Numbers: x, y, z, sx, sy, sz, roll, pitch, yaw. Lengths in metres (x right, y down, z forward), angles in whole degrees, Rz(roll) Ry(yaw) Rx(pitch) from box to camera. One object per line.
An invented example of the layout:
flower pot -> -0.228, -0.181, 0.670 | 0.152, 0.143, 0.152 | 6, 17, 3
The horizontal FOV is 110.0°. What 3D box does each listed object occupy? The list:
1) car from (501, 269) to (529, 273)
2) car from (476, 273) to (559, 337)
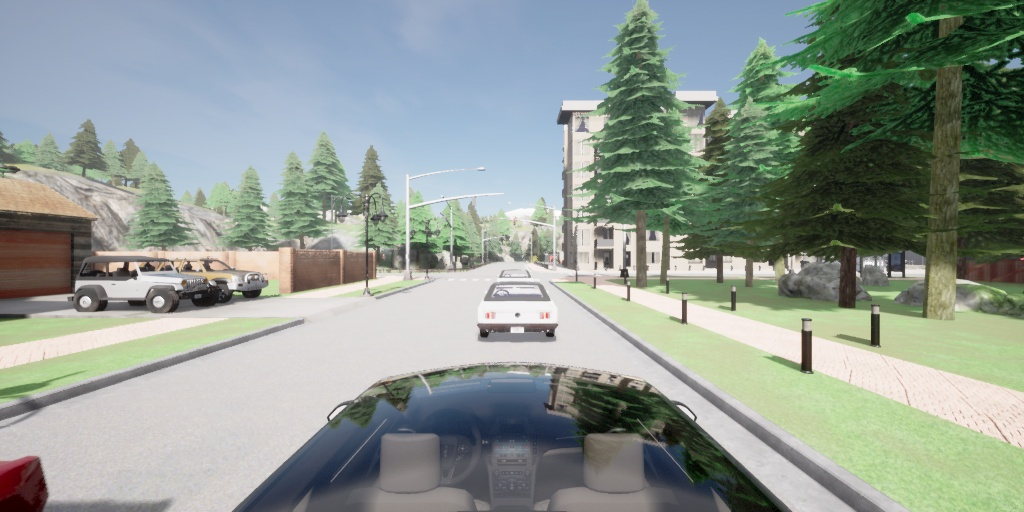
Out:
car -> 0.167, 1.351, 19.359 | 1.895, 1.301, 4.718 | 0, 0, 0
car -> 0.134, 1.351, 10.192 | 1.895, 1.301, 4.718 | 0, 0, 0
